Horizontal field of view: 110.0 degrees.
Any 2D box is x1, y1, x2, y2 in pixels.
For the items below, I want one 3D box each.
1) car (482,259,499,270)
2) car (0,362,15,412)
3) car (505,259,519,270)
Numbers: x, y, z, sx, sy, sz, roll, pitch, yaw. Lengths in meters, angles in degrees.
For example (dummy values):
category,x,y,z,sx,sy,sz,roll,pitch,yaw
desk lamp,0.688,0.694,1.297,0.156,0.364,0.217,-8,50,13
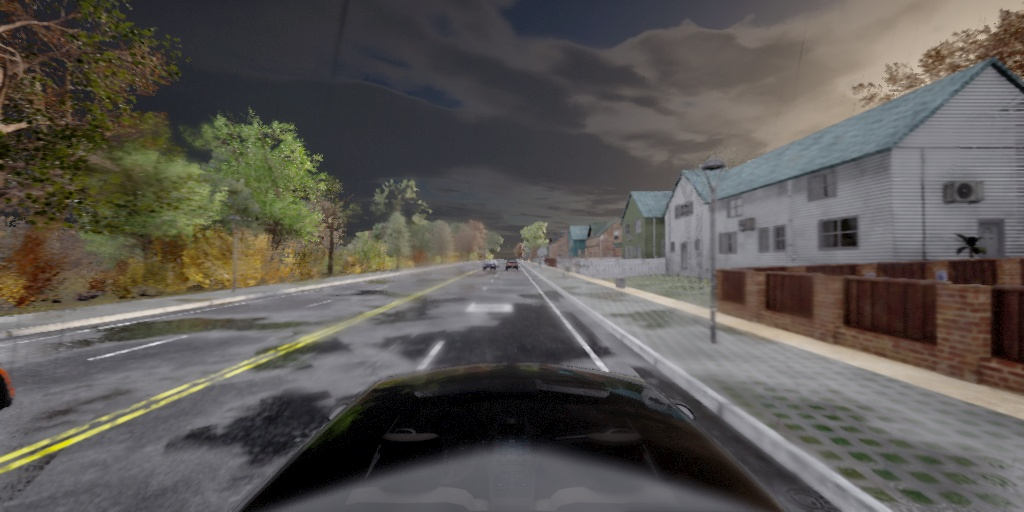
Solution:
category,x,y,z,sx,sy,sz,roll,pitch,yaw
car,-3.234,1.385,52.042,1.895,1.301,4.718,0,0,0
car,-6.583,1.104,1.932,2.097,1.767,4.553,0,0,0
car,0.015,1.288,51.623,1.837,1.490,4.892,0,0,0
